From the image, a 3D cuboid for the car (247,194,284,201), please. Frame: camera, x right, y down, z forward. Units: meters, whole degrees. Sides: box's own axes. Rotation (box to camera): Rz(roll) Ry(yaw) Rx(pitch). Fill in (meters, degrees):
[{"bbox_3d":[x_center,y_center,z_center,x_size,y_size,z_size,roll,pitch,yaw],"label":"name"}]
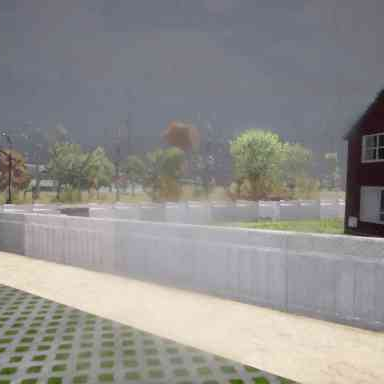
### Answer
[{"bbox_3d":[9.453,0.968,42.792,5.008,1.535,1.882,0,2,-18],"label":"car"}]
